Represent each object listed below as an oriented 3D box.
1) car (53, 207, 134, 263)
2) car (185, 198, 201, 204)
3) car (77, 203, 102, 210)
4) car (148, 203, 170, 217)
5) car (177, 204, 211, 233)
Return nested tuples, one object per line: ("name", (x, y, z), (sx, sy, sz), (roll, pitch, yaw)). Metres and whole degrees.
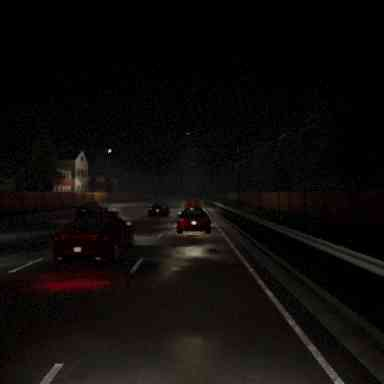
("car", (-3.395, 1.559, 12.338), (1.882, 1.535, 5.008), (0, 0, 0))
("car", (0.125, 1.652, 46.458), (2.097, 1.767, 4.553), (0, 0, 0))
("car", (-6.887, 1.766, 25.114), (1.895, 1.301, 4.718), (0, 0, 0))
("car", (-3.382, 1.789, 34.570), (1.994, 1.385, 4.181), (0, 0, 0))
("car", (0.110, 1.698, 20.545), (1.994, 1.385, 4.181), (0, 0, 0))
